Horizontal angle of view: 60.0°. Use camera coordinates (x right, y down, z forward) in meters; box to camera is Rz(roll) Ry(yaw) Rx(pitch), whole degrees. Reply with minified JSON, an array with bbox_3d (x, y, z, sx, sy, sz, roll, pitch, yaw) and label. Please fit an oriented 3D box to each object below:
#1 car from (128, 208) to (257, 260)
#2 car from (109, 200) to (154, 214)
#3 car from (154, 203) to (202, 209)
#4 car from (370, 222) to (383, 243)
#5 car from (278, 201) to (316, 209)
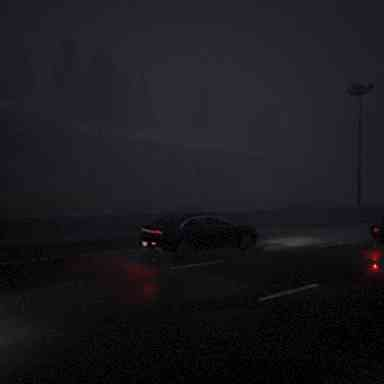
[{"bbox_3d":[0.369,1.536,12.607,4.902,1.511,2.128,0,0,-35],"label":"car"},{"bbox_3d":[-6.060,1.578,34.055,4.892,1.490,1.837,0,0,-36],"label":"car"},{"bbox_3d":[-0.795,1.657,29.214,4.181,1.385,1.994,1,0,-36],"label":"car"},{"bbox_3d":[10.284,1.722,15.379,4.718,1.301,1.895,1,0,-36],"label":"car"},{"bbox_3d":[10.377,1.705,32.928,4.892,1.490,1.837,1,0,-37],"label":"car"}]
